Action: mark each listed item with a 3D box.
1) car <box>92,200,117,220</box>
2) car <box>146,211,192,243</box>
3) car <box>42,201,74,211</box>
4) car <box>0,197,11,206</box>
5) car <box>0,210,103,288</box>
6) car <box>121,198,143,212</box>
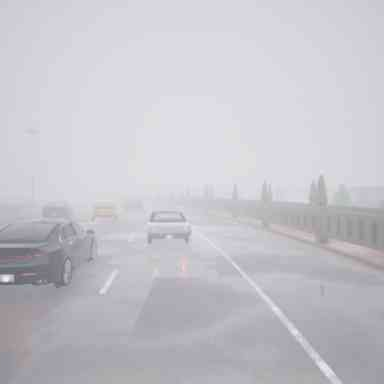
[{"bbox_3d":[-7.201,1.405,27.441,1.882,1.535,5.008,0,0,-15],"label":"car"},{"bbox_3d":[-1.224,1.554,15.930,1.895,1.301,4.718,0,0,-8],"label":"car"},{"bbox_3d":[-10.440,1.414,26.078,1.882,1.535,5.008,0,0,-15],"label":"car"},{"bbox_3d":[-27.677,1.443,48.755,2.033,1.411,5.357,0,0,-30],"label":"car"},{"bbox_3d":[-3.929,1.483,9.114,1.837,1.490,4.892,0,0,-4],"label":"car"},{"bbox_3d":[-6.792,1.401,37.628,1.837,1.490,4.892,0,0,-20],"label":"car"}]
